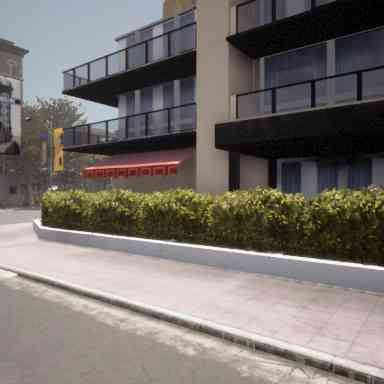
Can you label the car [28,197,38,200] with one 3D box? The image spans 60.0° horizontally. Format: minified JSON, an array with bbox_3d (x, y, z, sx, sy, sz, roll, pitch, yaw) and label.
[{"bbox_3d":[-34.495,1.481,68.404,4.892,1.521,2.231,0,0,37],"label":"car"}]
